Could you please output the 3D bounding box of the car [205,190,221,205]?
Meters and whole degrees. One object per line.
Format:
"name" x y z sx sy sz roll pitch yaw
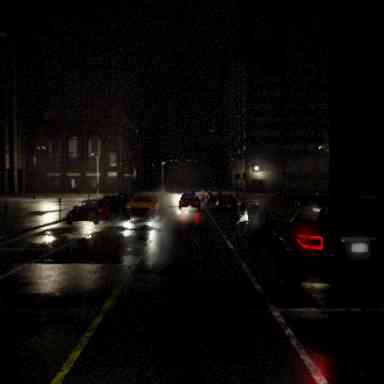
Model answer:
"car" 2.438 0.533 36.464 1.967 1.590 4.097 0 1 0

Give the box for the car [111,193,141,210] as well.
"car" -6.036 0.798 30.755 1.947 1.339 4.313 0 1 0

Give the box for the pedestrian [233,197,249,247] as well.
"pedestrian" 1.746 1.001 11.574 0.375 1.860 0.375 -1 2 -10

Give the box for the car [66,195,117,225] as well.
"car" -5.936 1.091 19.486 1.802 1.307 4.206 0 1 0

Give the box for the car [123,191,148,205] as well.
"car" -6.086 0.644 36.389 2.008 1.369 4.403 0 1 0

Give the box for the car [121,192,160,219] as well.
"car" -3.298 0.901 22.968 1.882 1.535 5.008 0 1 0

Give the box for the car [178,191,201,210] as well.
"car" -0.206 0.861 29.611 1.895 1.301 4.718 0 1 0

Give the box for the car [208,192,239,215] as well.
"car" 2.539 0.935 25.199 1.947 1.339 4.313 0 1 0

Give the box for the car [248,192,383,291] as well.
"car" 2.927 1.007 8.537 2.150 2.045 5.566 0 1 -1

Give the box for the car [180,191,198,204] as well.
"car" -0.348 0.581 39.577 1.994 1.385 4.181 0 1 -1

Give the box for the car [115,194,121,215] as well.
"car" -5.986 0.936 25.120 1.947 1.339 4.313 0 1 0
